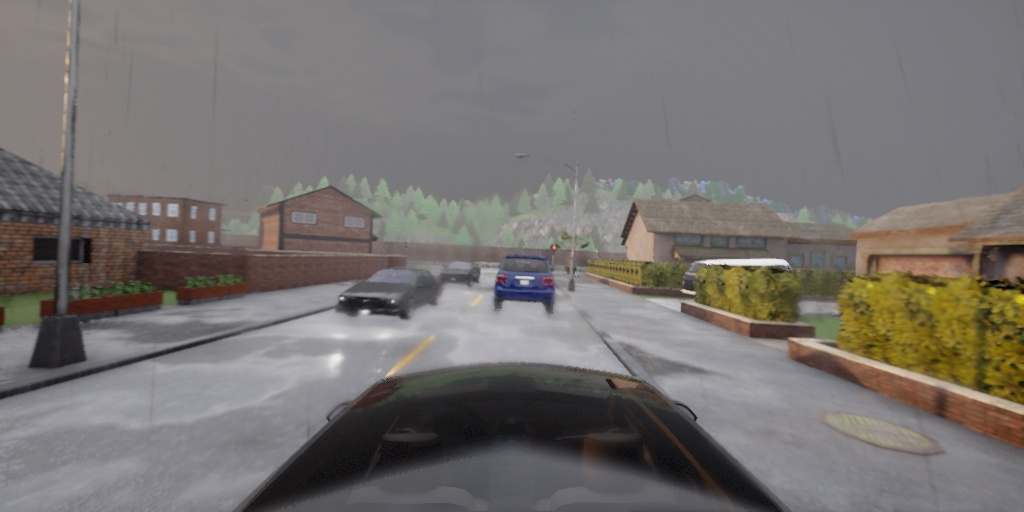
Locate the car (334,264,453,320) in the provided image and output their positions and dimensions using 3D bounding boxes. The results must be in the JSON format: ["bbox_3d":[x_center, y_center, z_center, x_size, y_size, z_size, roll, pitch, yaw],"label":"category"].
[{"bbox_3d":[-3.692,1.088,12.013,2.033,1.411,5.357,3,0,3],"label":"car"}]

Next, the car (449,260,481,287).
[{"bbox_3d":[-3.137,1.014,22.479,1.882,1.535,5.008,3,0,3],"label":"car"}]

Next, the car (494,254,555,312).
[{"bbox_3d":[0.548,0.960,14.493,2.150,2.045,5.566,3,0,3],"label":"car"}]
